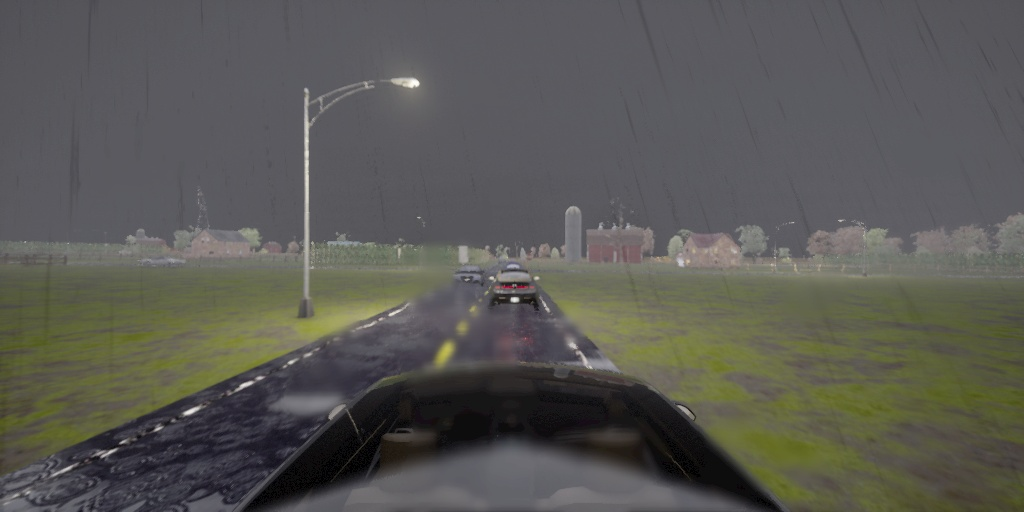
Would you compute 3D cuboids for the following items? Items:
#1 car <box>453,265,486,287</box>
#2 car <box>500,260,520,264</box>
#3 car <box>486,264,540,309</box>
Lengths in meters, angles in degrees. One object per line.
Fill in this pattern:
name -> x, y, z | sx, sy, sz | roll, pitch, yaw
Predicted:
car -> -2.845, 1.326, 24.876 | 1.994, 1.385, 4.181 | 0, 0, 0
car -> 0.096, 1.294, 31.479 | 1.812, 1.442, 4.674 | 0, 0, 0
car -> 0.098, 1.261, 14.866 | 1.837, 1.490, 4.892 | 0, 0, 0
